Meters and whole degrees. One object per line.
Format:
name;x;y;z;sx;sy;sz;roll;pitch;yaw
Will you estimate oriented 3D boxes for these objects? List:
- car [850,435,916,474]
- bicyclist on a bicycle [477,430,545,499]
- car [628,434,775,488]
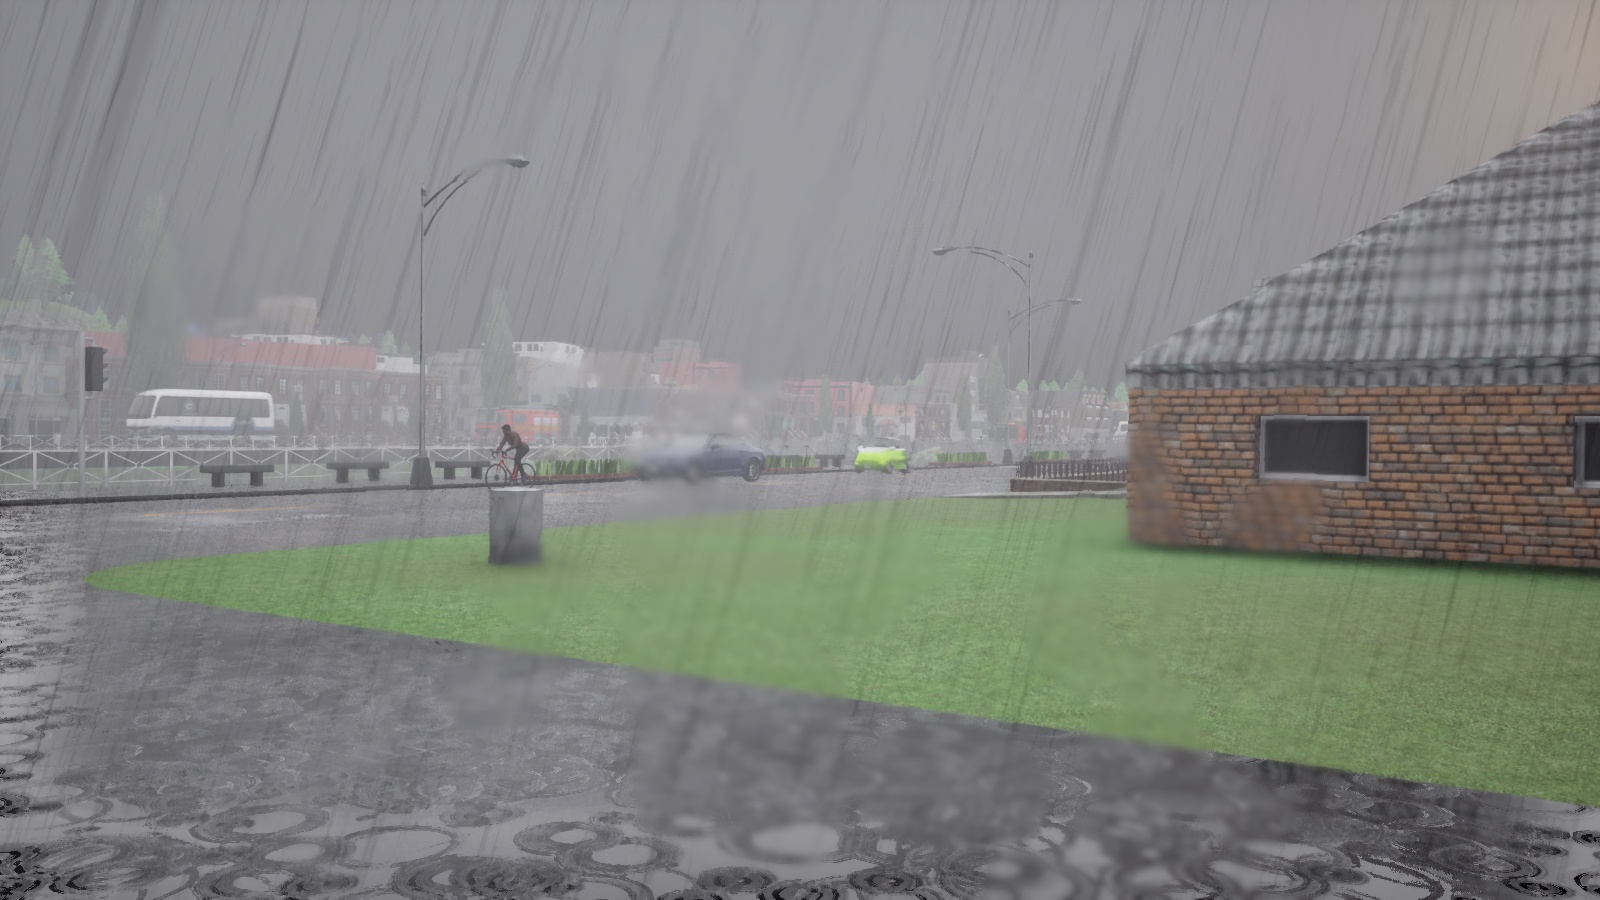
car;3.043;0.134;45.785;1.481;1.376;2.207;0;1;34
bicyclist on a bicycle;-7.035;0.330;30.608;0.582;1.620;1.656;0;1;34
car;-2.809;0.278;36.970;1.812;1.442;4.674;0;1;34
